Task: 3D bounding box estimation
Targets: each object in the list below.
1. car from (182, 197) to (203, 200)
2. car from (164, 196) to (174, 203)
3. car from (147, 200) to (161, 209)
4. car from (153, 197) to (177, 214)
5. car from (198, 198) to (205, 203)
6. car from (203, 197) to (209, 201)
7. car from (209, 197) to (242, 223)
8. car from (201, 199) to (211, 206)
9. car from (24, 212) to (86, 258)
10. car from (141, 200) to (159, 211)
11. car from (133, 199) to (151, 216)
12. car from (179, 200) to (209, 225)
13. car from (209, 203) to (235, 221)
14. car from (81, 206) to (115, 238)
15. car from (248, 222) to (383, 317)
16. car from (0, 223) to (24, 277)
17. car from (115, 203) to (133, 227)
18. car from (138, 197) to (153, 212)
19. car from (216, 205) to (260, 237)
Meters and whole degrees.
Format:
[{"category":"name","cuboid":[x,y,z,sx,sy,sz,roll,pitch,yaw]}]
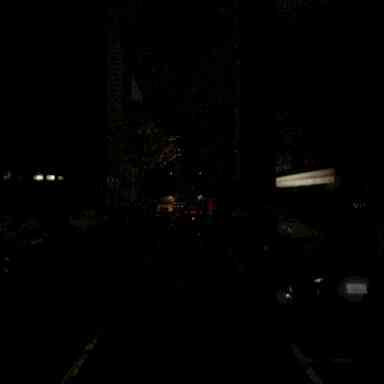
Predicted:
[{"category":"car","cuboid":[0.048,1.759,43.462,2.128,1.511,4.902,0,0,0]},{"category":"car","cuboid":[-5.963,1.933,86.397,2.192,1.841,5.009,0,0,0]},{"category":"car","cuboid":[-5.921,1.913,52.558,1.802,1.307,4.206,0,0,0]},{"category":"car","cuboid":[-3.142,1.722,39.843,1.882,1.535,5.008,0,-1,0]},{"category":"car","cuboid":[2.555,2.234,92.030,1.947,1.339,4.313,0,-1,0]},{"category":"car","cuboid":[2.626,1.532,35.645,2.192,1.841,5.009,0,0,0]},{"category":"car","cuboid":[2.639,1.458,24.368,2.192,1.841,5.009,0,0,0]},{"category":"car","cuboid":[2.590,2.004,63.836,1.802,1.307,4.206,0,0,0]},{"category":"car","cuboid":[-5.872,1.656,13.083,1.802,1.307,4.206,0,0,0]},{"category":"car","cuboid":[-5.914,1.857,46.921,1.947,1.339,4.313,0,0,0]},{"category":"car","cuboid":[-5.900,1.762,35.641,1.887,1.381,4.507,0,0,0]},{"category":"car","cuboid":[0.070,1.641,25.208,2.128,1.511,4.902,0,0,0]},{"category":"car","cuboid":[2.632,1.745,30.004,1.947,1.339,4.313,0,0,0]},{"category":"car","cuboid":[-5.878,1.632,18.552,1.752,1.417,4.829,0,0,0]},{"category":"car","cuboid":[2.660,1.607,7.450,1.947,1.339,4.313,0,0,0]},{"category":"car","cuboid":[-5.865,1.481,7.444,1.967,1.590,4.097,0,0,0]},{"category":"car","cuboid":[-5.886,1.709,24.363,1.947,1.339,4.313,0,0,0]},{"category":"car","cuboid":[-5.907,1.569,41.282,2.192,1.841,5.009,0,0,0]},{"category":"car","cuboid":[2.646,1.652,18.727,1.887,1.381,4.507,0,0,0]}]
